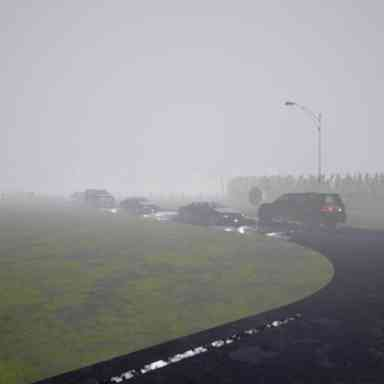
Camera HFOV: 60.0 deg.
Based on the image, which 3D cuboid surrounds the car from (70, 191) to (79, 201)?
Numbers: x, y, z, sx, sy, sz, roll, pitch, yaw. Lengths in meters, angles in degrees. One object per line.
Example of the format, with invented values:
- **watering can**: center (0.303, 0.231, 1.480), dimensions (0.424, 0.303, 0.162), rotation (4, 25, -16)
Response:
- **car**: center (-18.386, 0.634, 54.344), dimensions (1.882, 1.535, 5.008), rotation (-1, 1, -36)

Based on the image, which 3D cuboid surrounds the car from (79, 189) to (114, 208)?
- **car**: center (-10.925, 0.675, 38.954), dimensions (2.150, 2.045, 5.566), rotation (-1, 1, -36)

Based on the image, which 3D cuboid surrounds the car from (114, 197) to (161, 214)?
- **car**: center (-4.905, 1.158, 30.575), dimensions (2.033, 1.411, 5.357), rotation (-1, 1, -36)

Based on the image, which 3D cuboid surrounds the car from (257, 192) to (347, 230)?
- **car**: center (6.412, 1.019, 20.129), dimensions (2.150, 2.045, 5.566), rotation (0, 1, -35)

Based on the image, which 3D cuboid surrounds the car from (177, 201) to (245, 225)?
- **car**: center (1.105, 1.311, 22.231), dimensions (2.033, 1.411, 5.357), rotation (-1, 1, -36)
